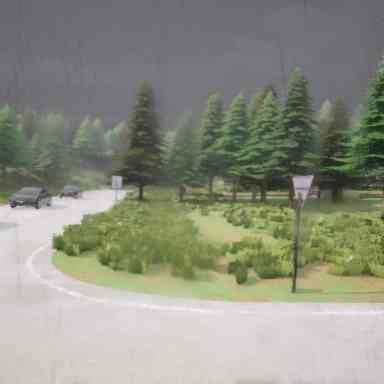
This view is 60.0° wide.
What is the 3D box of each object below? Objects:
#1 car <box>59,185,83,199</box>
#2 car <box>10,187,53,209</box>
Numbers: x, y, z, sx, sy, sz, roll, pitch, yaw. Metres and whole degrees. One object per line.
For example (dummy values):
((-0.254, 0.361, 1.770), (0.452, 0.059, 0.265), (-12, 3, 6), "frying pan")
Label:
((-13.675, -0.028, 37.788), (1.837, 1.490, 4.892), (3, 1, -8), "car")
((-11.764, 0.381, 24.640), (1.837, 1.490, 4.892), (3, 2, -8), "car")
